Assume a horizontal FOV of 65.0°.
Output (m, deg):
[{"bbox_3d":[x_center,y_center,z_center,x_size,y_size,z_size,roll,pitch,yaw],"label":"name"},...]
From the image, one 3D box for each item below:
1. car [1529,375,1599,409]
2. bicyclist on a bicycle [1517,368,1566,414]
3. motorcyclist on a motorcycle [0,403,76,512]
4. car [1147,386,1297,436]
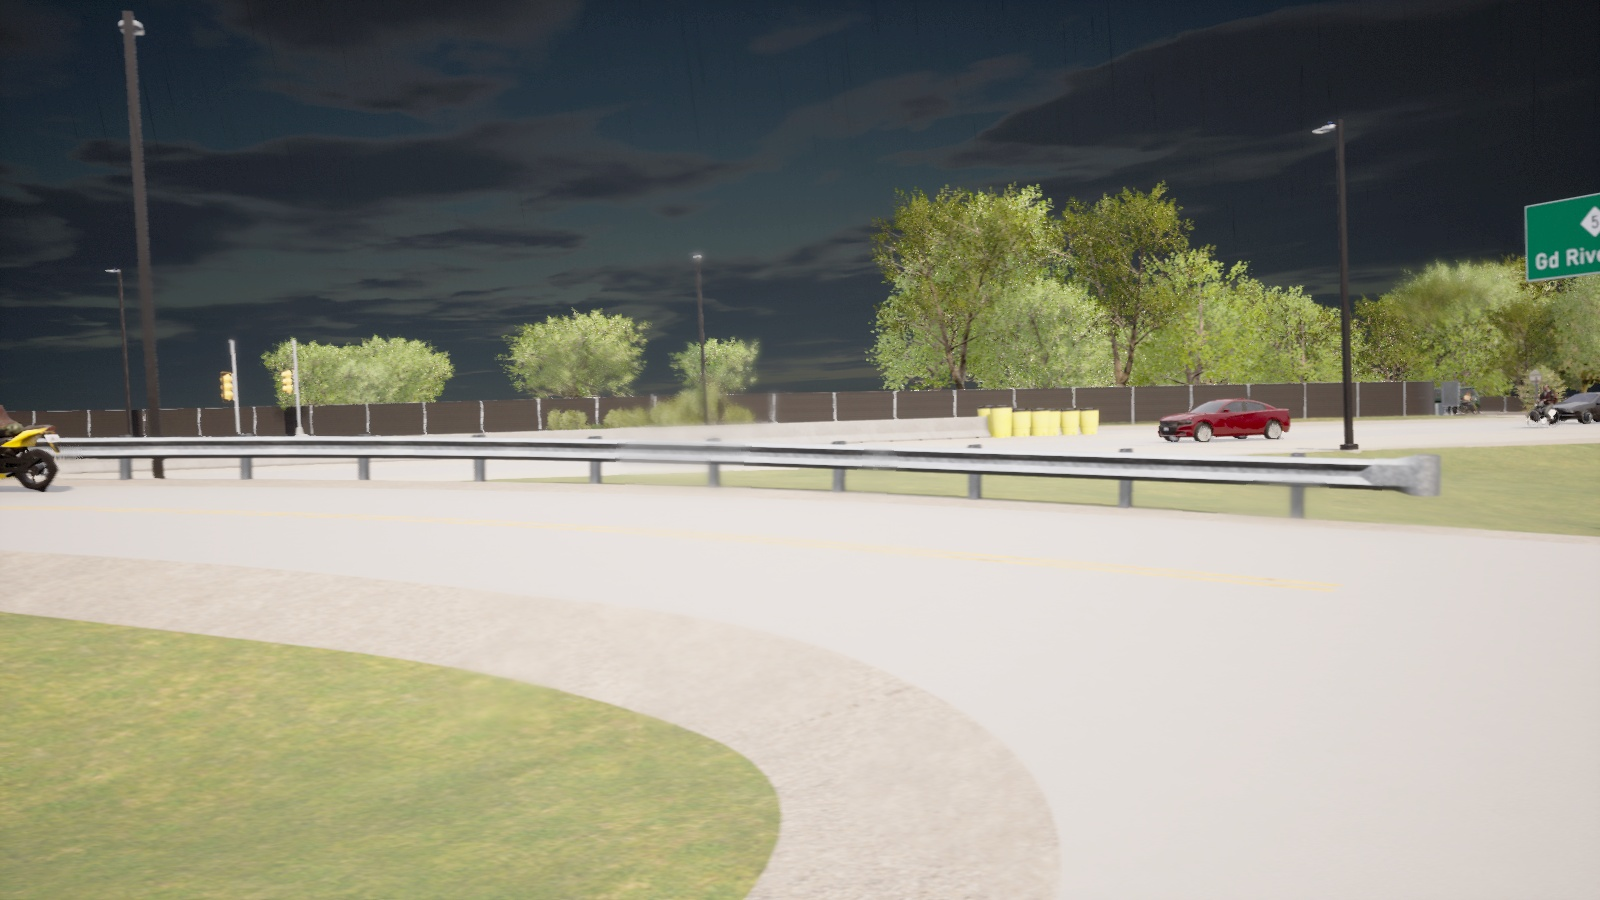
[{"bbox_3d":[35.794,-2.679,56.714,5.357,1.411,2.033,-3,2,-21],"label":"car"},{"bbox_3d":[29.897,-2.396,50.658,1.843,1.776,0.659,-3,2,-21],"label":"bicyclist on a bicycle"},{"bbox_3d":[-11.777,0.107,18.199,2.044,1.523,0.797,-1,3,3],"label":"motorcyclist on a motorcycle"},{"bbox_3d":[15.098,-1.411,44.892,5.008,1.535,1.882,-3,2,-21],"label":"car"}]
